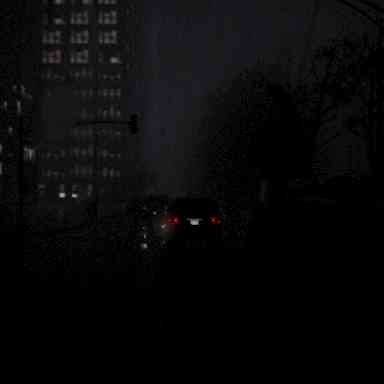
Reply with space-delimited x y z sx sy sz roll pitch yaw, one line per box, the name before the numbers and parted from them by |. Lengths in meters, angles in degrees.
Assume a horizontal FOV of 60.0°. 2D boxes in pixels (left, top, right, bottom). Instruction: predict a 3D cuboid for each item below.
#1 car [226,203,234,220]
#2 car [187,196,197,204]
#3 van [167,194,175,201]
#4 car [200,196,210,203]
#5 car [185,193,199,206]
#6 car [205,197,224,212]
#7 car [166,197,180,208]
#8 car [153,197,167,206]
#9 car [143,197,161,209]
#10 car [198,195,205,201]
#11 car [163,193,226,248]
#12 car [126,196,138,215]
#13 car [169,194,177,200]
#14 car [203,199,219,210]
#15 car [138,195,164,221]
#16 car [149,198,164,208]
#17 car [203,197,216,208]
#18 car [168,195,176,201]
car | 2.567 1.570 28.391 2.008 1.369 4.403 0 0 0
car | 0.002 1.584 66.332 2.033 1.411 5.357 0 0 0
van | -5.313 1.372 83.850 1.690 1.788 3.998 0 0 0
car | 2.751 1.537 71.631 1.837 1.490 4.892 0 0 0
car | 0.002 1.251 55.942 2.150 2.045 5.566 0 0 0
car | 2.567 1.464 39.482 1.967 1.590 4.097 0 0 0
car | -2.811 1.535 50.332 1.837 1.490 4.892 0 -1 0
car | -5.313 1.595 56.124 1.947 1.339 4.313 0 0 0
car | -5.313 1.466 45.035 1.967 1.590 4.097 0 0 0
car | 2.568 1.576 89.389 1.887 1.381 4.507 0 0 0
car | 0.098 1.234 15.041 2.150 2.045 5.566 0 0 0
car | -5.314 1.337 33.945 2.192 1.841 5.009 0 0 0
car | -5.312 1.470 94.939 1.967 1.590 4.097 0 0 0
car | 2.567 1.592 45.027 1.947 1.339 4.313 0 0 0
car | -2.846 1.240 28.084 2.150 2.045 5.566 0 0 0
car | -5.314 1.573 50.580 1.887 1.381 4.507 0 0 0
car | 2.567 1.553 50.742 1.752 1.417 4.829 0 0 0
car | -5.313 1.582 89.395 2.008 1.369 4.403 0 0 0
